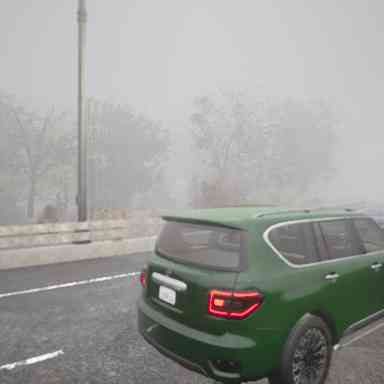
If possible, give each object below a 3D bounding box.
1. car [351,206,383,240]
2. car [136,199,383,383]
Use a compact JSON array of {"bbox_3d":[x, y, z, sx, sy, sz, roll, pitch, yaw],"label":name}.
[{"bbox_3d":[10.623,1.585,18.076,2.033,1.411,5.357,0,0,43],"label":"car"},{"bbox_3d":[1.829,1.236,5.357,5.566,2.045,2.150,0,0,-38],"label":"car"}]
